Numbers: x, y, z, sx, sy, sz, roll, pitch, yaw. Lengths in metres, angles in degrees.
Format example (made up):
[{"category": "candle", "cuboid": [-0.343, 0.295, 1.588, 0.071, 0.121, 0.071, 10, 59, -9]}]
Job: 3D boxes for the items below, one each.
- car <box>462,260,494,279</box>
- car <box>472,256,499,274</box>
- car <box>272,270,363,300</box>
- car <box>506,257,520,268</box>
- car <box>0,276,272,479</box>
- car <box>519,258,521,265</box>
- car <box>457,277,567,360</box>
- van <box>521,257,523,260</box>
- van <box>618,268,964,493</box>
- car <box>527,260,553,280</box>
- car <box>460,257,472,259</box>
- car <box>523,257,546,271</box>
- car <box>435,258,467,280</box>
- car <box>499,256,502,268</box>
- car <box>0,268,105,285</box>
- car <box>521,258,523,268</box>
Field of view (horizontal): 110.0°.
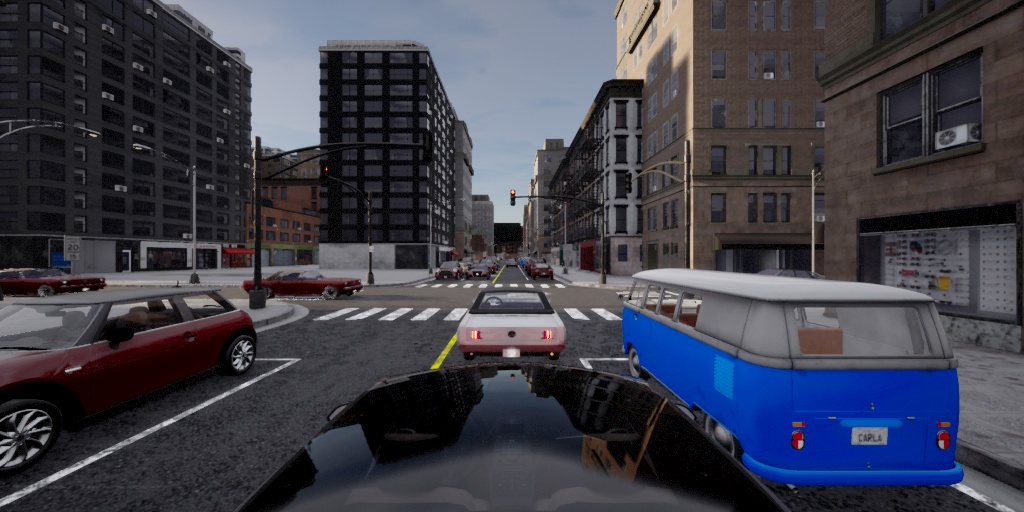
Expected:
[{"category": "car", "cuboid": [-2.896, 1.313, 31.537, 1.994, 1.385, 4.181, 0, 0, -1]}, {"category": "car", "cuboid": [-2.892, 1.100, 40.157, 2.097, 1.767, 4.553, 0, 0, 0]}, {"category": "car", "cuboid": [-9.557, 1.307, 16.717, 4.718, 1.301, 1.895, 0, 0, 0]}, {"category": "car", "cuboid": [-0.004, 1.306, 62.329, 1.994, 1.385, 4.181, 0, 0, 1]}, {"category": "car", "cuboid": [-5.390, 1.190, 4.481, 1.967, 1.591, 4.097, 0, 0, 0]}, {"category": "car", "cuboid": [2.549, 1.309, 58.421, 1.948, 1.339, 4.313, 0, 0, 0]}, {"category": "car", "cuboid": [-0.008, 1.351, 8.278, 1.895, 1.301, 4.718, 0, 0, 0]}, {"category": "van", "cuboid": [2.558, 1.086, 53.012, 1.690, 1.789, 3.998, 0, 0, 0]}, {"category": "van", "cuboid": [2.635, 1.091, 4.493, 1.690, 1.789, 3.998, 0, 0, 0]}, {"category": "car", "cuboid": [2.592, 1.294, 31.374, 1.888, 1.381, 4.507, 0, 0, 0]}, {"category": "car", "cuboid": [-5.450, 1.063, 42.180, 2.192, 1.841, 5.009, 0, 0, 0]}, {"category": "car", "cuboid": [2.584, 1.063, 36.783, 2.192, 1.841, 5.009, 0, 0, 0]}, {"category": "car", "cuboid": [-5.433, 1.188, 31.361, 1.967, 1.591, 4.097, 0, 0, 0]}, {"category": "car", "cuboid": [-2.910, 1.099, 49.032, 2.097, 1.767, 4.553, 0, 0, 0]}, {"category": "car", "cuboid": [-22.061, 1.237, 16.687, 4.718, 1.301, 1.895, 0, 0, 0]}, {"category": "car", "cuboid": [2.566, 1.292, 47.602, 1.888, 1.381, 4.507, 0, 0, 0]}]
